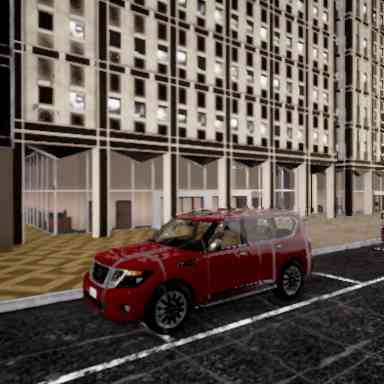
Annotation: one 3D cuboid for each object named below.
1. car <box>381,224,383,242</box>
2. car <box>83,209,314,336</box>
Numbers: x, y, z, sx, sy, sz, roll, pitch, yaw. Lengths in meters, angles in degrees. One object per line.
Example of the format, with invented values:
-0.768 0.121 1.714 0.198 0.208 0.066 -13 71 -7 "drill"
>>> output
6.690 1.491 8.154 4.902 1.511 2.128 0 0 -36 "car"
0.441 1.315 6.881 5.009 1.841 2.192 0 0 -36 "car"
